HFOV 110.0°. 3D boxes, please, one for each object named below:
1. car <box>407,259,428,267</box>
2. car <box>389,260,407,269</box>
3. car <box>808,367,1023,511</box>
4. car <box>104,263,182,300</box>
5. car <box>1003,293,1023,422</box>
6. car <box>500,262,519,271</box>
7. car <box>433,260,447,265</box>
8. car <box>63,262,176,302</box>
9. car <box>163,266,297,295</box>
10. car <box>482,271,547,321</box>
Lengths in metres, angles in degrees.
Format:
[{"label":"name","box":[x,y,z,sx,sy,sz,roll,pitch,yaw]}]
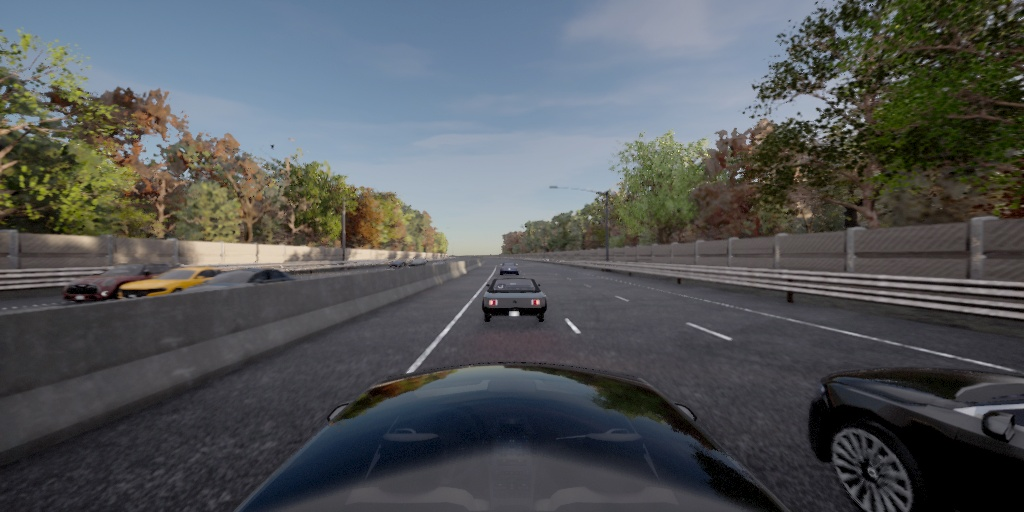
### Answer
[{"label":"car","box":[-14.954,1.243,57.840,1.882,1.535,5.008,0,0,-1]},{"label":"car","box":[-18.457,1.312,58.549,2.033,1.411,5.357,0,0,-1]},{"label":"car","box":[3.592,1.240,1.234,2.128,1.511,4.902,0,0,0]},{"label":"car","box":[-14.169,1.234,15.867,1.882,1.535,5.008,0,0,0]},{"label":"car","box":[7.092,1.226,1.985,1.882,1.535,5.008,0,0,0]},{"label":"car","box":[-0.314,1.327,39.135,1.994,1.385,4.181,0,0,-1]},{"label":"car","box":[-11.441,1.367,57.498,1.895,1.301,4.718,0,0,-1]},{"label":"car","box":[-17.679,1.109,16.898,2.097,1.767,4.553,0,0,-1]},{"label":"car","box":[-10.657,1.261,14.401,1.837,1.490,4.892,0,0,0]},{"label":"car","box":[0.058,1.355,12.420,1.895,1.301,4.718,0,0,0]}]
